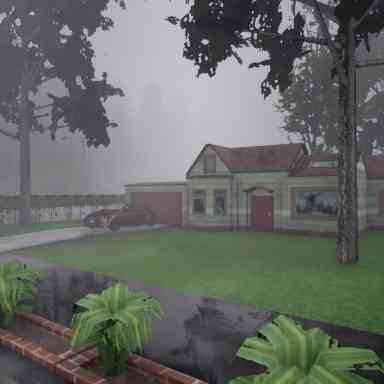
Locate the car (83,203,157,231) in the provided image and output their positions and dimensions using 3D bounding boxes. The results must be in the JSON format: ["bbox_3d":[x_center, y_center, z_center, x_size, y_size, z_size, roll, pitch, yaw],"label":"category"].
[{"bbox_3d":[-3.872,1.300,18.374,1.994,1.381,4.181,0,0,35],"label":"car"}]

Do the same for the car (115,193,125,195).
[{"bbox_3d":[-9.576,1.222,44.659,2.150,2.045,5.566,0,0,35],"label":"car"}]
